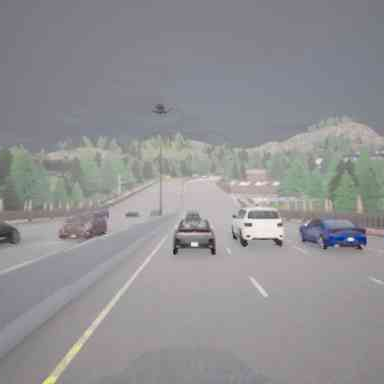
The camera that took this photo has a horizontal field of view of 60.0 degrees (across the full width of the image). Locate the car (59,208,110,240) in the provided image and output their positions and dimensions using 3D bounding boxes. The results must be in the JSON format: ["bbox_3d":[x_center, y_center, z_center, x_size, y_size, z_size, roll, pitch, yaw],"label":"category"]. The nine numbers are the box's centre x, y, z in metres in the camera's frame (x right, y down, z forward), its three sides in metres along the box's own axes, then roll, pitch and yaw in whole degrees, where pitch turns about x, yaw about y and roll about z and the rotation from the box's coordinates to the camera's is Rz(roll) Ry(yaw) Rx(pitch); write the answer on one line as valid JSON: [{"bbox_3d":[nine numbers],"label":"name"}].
[{"bbox_3d":[-7.089,2.142,22.129,2.097,1.767,4.553,0,-2,0],"label":"car"}]

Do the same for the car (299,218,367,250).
[{"bbox_3d":[7.103,2.072,17.351,1.882,1.535,5.008,0,-2,0],"label":"car"}]

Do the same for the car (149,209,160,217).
[{"bbox_3d":[-6.992,3.982,63.857,2.033,1.411,5.357,0,-1,0],"label":"car"}]

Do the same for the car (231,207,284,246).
[{"bbox_3d":[3.603,1.889,19.101,2.150,2.045,5.566,0,-2,0],"label":"car"}]

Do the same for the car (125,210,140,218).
[{"bbox_3d":[-10.506,3.884,58.729,1.895,1.301,4.718,0,-2,1],"label":"car"}]

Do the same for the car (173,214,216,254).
[{"bbox_3d":[0.102,2.036,16.088,2.128,1.511,4.902,0,-2,0],"label":"car"}]

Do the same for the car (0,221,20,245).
[{"bbox_3d":[-10.593,2.143,16.922,1.994,1.385,4.181,0,-2,0],"label":"car"}]

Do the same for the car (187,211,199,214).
[{"bbox_3d":[0.107,3.024,40.095,1.837,1.490,4.892,0,-2,0],"label":"car"}]

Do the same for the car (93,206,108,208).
[{"bbox_3d":[-14.038,3.146,50.254,2.150,2.045,5.566,0,-2,1],"label":"car"}]
